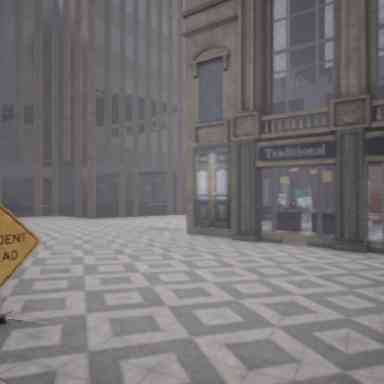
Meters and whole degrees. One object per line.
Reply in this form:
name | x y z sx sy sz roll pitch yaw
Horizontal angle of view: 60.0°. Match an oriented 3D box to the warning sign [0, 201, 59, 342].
warning sign | -2.890 1.088 4.963 1.060 1.860 1.300 0 0 36
